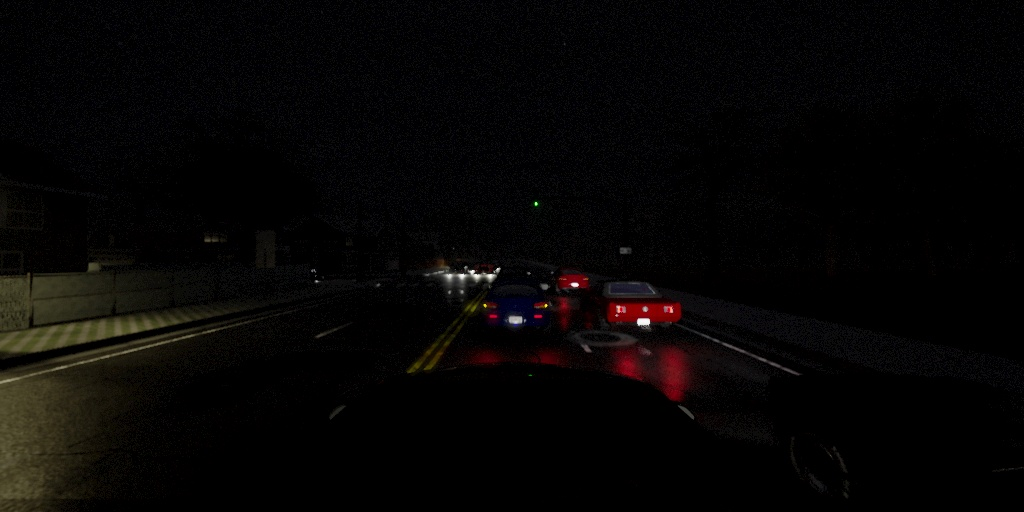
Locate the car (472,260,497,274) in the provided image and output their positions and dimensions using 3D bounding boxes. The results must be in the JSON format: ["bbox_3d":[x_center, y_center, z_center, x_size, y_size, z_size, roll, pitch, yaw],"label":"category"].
[{"bbox_3d":[-3.304,1.248,43.587,2.097,1.767,4.553,0,0,0],"label":"car"}]

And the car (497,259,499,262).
[{"bbox_3d":[-3.290,1.485,52.362,1.994,1.385,4.181,0,0,0],"label":"car"}]

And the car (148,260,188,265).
[{"bbox_3d":[-28.429,1.253,30.269,4.553,1.767,2.097,0,0,0],"label":"car"}]

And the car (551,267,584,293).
[{"bbox_3d":[3.337,1.347,21.209,1.812,1.442,4.674,0,0,0],"label":"car"}]

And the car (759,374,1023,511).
[{"bbox_3d":[3.348,1.350,1.347,1.895,1.301,4.718,0,0,0],"label":"car"}]

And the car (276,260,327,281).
[{"bbox_3d":[-18.184,1.235,30.239,4.553,1.767,2.097,0,0,0],"label":"car"}]

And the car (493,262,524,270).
[{"bbox_3d":[-0.016,1.326,20.597,1.837,1.490,4.892,0,0,-2],"label":"car"}]

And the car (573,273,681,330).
[{"bbox_3d":[3.347,1.386,11.289,1.895,1.301,4.718,0,0,0],"label":"car"}]

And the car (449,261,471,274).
[{"bbox_3d":[-6.552,1.403,44.124,1.837,1.490,4.892,0,0,0],"label":"car"}]

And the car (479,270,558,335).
[{"bbox_3d":[0.094,1.308,10.518,1.812,1.442,4.674,0,0,0],"label":"car"}]
